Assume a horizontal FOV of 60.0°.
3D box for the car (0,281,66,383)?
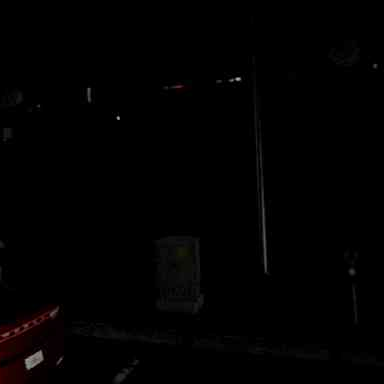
[{"bbox_3d":[-3.739,1.578,3.903,4.507,1.381,1.887,-1,-1,15],"label":"car"}]
